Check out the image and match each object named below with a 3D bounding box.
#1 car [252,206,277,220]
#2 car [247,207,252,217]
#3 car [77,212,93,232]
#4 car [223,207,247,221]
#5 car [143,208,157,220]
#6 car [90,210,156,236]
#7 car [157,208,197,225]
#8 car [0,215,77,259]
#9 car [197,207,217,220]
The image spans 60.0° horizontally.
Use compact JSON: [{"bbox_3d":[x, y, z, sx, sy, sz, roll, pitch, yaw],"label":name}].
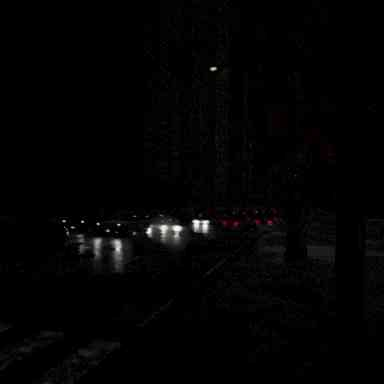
[{"bbox_3d":[9.668,2.677,44.156,2.097,1.767,4.553,1,-1,18],"label":"car"},{"bbox_3d":[8.188,2.983,50.528,1.812,1.442,4.674,1,-1,18],"label":"car"},{"bbox_3d":[-7.213,2.093,24.032,1.895,1.301,4.718,1,-2,18],"label":"car"},{"bbox_3d":[5.076,2.673,40.638,1.812,1.442,4.674,1,-2,18],"label":"car"},{"bbox_3d":[-4.178,2.315,33.509,1.812,1.442,4.674,1,-2,18],"label":"car"},{"bbox_3d":[-4.408,2.099,22.138,1.895,1.301,4.718,1,-2,18],"label":"car"},{"bbox_3d":[-1.348,2.361,31.670,1.994,1.385,4.181,1,-2,18],"label":"car"},{"bbox_3d":[-7.066,1.802,13.819,1.994,1.385,4.181,1,-2,18],"label":"car"},{"bbox_3d":[1.735,2.589,41.196,2.128,1.511,4.902,1,-1,18],"label":"car"}]
